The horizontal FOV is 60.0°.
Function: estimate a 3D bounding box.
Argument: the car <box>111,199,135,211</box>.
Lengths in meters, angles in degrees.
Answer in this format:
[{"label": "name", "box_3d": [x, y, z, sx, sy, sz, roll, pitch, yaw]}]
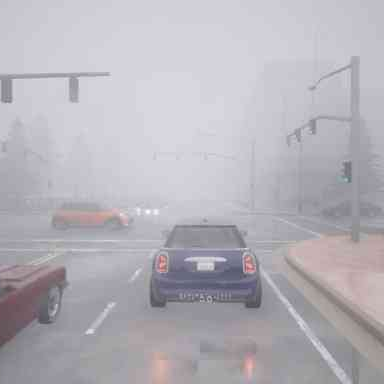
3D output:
[{"label": "car", "box_3d": [-8.705, 1.601, 42.530, 1.895, 1.301, 4.718, 0, 0, 2]}]

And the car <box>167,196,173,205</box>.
[{"label": "car", "box_3d": [-4.715, 1.478, 55.156, 1.882, 1.535, 5.008, 0, 0, 2]}]

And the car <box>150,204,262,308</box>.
[{"label": "car", "box_3d": [0.305, 1.352, 8.090, 2.097, 1.767, 4.553, 0, 0, 2]}]

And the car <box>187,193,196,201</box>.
[{"label": "car", "box_3d": [-0.092, 1.223, 82.486, 2.150, 2.045, 5.566, 0, 0, 2]}]

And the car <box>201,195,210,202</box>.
[{"label": "car", "box_3d": [3.076, 1.549, 73.619, 1.994, 1.385, 4.181, 0, 0, 2]}]

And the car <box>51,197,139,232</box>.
[{"label": "car", "box_3d": [-5.704, 1.351, 19.492, 4.553, 1.767, 2.097, 0, 0, 2]}]

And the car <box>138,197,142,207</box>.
[{"label": "car", "box_3d": [-8.347, 1.491, 51.835, 2.128, 1.511, 4.902, 0, 0, 2]}]

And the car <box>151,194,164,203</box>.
[{"label": "car", "box_3d": [-7.490, 1.355, 72.076, 2.097, 1.767, 4.553, 0, 0, 2]}]

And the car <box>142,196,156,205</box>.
[{"label": "car", "box_3d": [-7.938, 1.505, 61.921, 1.837, 1.490, 4.892, 0, 0, 3]}]

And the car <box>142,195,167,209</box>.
[{"label": "car", "box_3d": [-5.078, 1.491, 45.797, 2.128, 1.511, 4.902, 0, 0, 2]}]

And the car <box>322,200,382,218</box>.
[{"label": "car", "box_3d": [14.115, 1.505, 29.515, 4.892, 1.490, 1.837, 0, 0, 4]}]

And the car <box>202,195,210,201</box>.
[{"label": "car", "box_3d": [3.404, 1.475, 82.324, 1.882, 1.535, 5.008, 0, 0, 2]}]

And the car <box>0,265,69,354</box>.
[{"label": "car", "box_3d": [-3.307, 1.601, 4.216, 1.895, 1.301, 4.718, 0, 0, 2]}]

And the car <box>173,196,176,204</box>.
[{"label": "car", "box_3d": [-4.274, 1.478, 65.454, 1.882, 1.535, 5.008, 0, 0, 3]}]

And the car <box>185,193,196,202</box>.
[{"label": "car", "box_3d": [-0.459, 1.520, 72.755, 1.812, 1.442, 4.674, 0, 0, 2]}]
